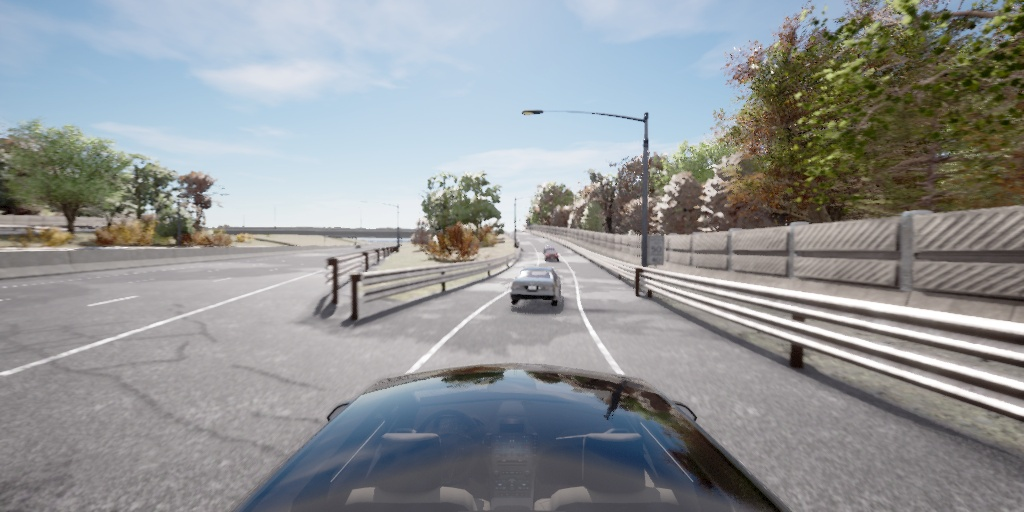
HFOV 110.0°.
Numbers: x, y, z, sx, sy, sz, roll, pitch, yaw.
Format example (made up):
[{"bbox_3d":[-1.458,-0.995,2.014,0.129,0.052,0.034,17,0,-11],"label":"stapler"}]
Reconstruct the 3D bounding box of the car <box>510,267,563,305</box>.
[{"bbox_3d":[1.130,1.168,15.357,2.033,1.411,5.357,1,1,9],"label":"car"}]

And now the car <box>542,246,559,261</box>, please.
[{"bbox_3d":[5.339,-0.116,48.437,1.812,1.442,4.674,0,4,4],"label":"car"}]

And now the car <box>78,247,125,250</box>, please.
[{"bbox_3d":[-40.281,-0.128,36.150,1.812,1.442,4.674,0,2,-16],"label":"car"}]
